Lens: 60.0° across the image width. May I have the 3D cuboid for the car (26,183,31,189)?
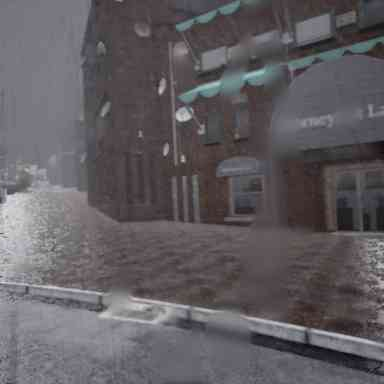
[{"bbox_3d":[-35.459,-1.096,66.085,5.366,1.575,1.946,-3,4,-40],"label":"car"}]

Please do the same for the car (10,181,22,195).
[{"bbox_3d":[-30.216,-0.550,51.735,5.566,2.045,2.435,-3,4,-40],"label":"car"}]

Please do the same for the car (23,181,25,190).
[{"bbox_3d":[-33.479,-0.894,60.242,4.553,1.767,2.185,-3,4,-40],"label":"car"}]

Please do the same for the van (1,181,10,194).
[{"bbox_3d":[-28.175,-0.203,45.943,4.442,1.987,1.878,-3,5,-40],"label":"van"}]
